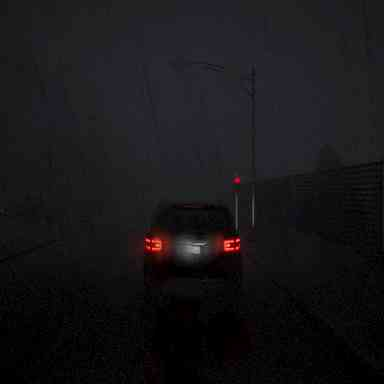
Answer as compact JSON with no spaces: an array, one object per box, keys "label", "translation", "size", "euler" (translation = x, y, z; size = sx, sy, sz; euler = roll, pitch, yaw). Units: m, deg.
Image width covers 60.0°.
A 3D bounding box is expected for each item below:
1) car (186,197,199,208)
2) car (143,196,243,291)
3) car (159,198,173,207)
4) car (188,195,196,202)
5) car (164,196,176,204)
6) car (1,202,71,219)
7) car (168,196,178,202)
[{"label":"car","translation":[0.057,1.477,49.624],"size":[1.882,1.535,5.008],"euler":[0,0,0]},{"label":"car","translation":[0.034,1.221,9.132],"size":[2.150,2.045,5.566],"euler":[0,0,0]},{"label":"car","translation":[-4.147,1.601,53.565],"size":[1.895,1.301,4.718],"euler":[0,0,0]},{"label":"car","translation":[-0.070,1.524,74.891],"size":[1.812,1.442,4.674],"euler":[0,0,0]},{"label":"car","translation":[-4.117,1.547,63.327],"size":[2.033,1.411,5.357],"euler":[0,0,0]},{"label":"car","translation":[-13.231,1.547,28.379],"size":[5.357,1.411,2.033],"euler":[0,0,-1]},{"label":"car","translation":[-4.074,1.552,73.313],"size":[1.994,1.385,4.181],"euler":[0,0,0]}]
